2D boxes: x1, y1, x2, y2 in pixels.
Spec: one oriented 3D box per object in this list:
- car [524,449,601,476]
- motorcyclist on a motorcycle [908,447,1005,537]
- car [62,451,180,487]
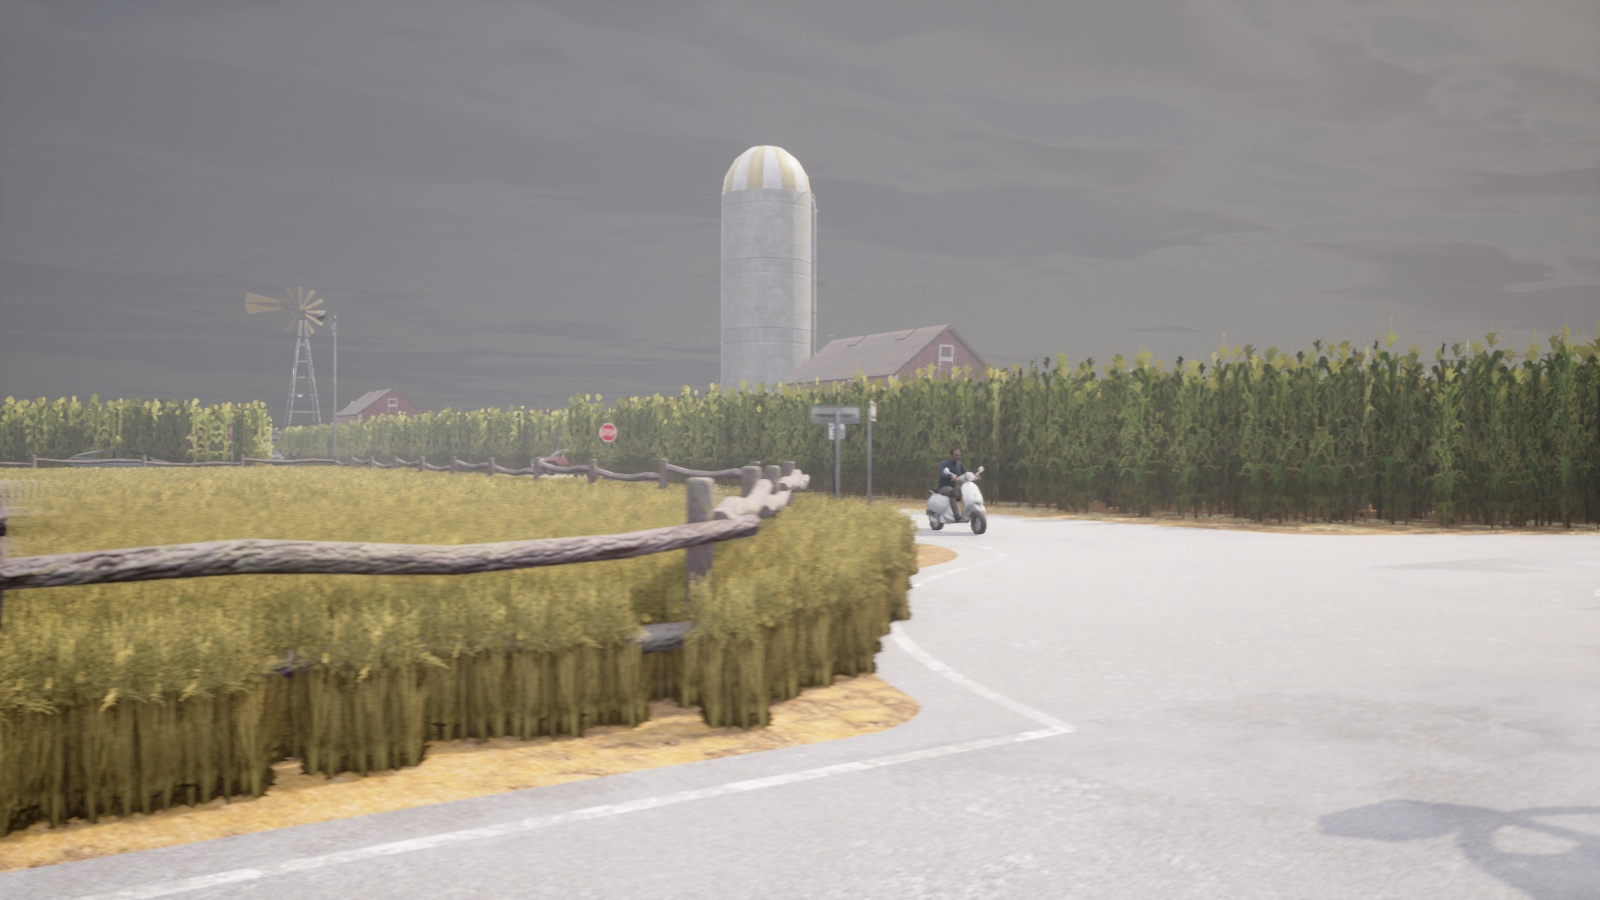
[{"bbox_3d":[-13.256,0.682,70.183,3.806,1.475,1.970,0,0,-31],"label":"car"},{"bbox_3d":[2.892,0.747,23.334,0.866,1.590,1.817,-1,0,-29],"label":"motorcyclist on a motorcycle"},{"bbox_3d":[-30.313,0.816,56.114,4.514,1.525,2.007,-1,0,-32],"label":"car"}]
